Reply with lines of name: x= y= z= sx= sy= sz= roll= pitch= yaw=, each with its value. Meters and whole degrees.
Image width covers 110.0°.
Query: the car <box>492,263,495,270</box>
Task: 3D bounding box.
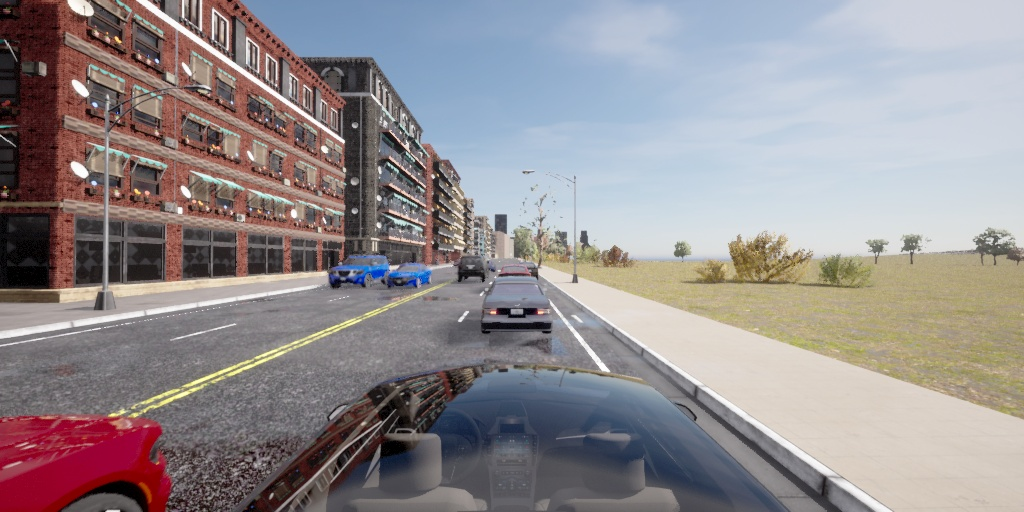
car: x=-3.050 y=1.318 z=45.527 sx=1.994 sy=1.385 sz=4.181 roll=0 pitch=0 yaw=0

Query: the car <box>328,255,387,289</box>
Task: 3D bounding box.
car: x=-9.800 y=0.975 z=23.579 sx=2.150 sy=2.045 sz=5.566 roll=0 pitch=0 yaw=0

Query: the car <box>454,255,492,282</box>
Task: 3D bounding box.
car: x=-3.087 y=0.976 z=29.473 sx=2.150 sy=2.045 sz=5.566 roll=0 pitch=0 yaw=0

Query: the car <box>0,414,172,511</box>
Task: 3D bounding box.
car: x=-3.158 y=1.227 z=0.241 sx=1.882 sy=1.535 sz=5.008 roll=0 pitch=0 yaw=0

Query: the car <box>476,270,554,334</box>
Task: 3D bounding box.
car: x=0.119 y=1.299 z=10.606 sx=2.033 sy=1.411 sz=5.357 roll=0 pitch=0 yaw=0

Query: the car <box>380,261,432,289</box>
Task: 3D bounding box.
car: x=-6.551 y=1.231 z=23.338 sx=1.882 sy=1.535 sz=5.008 roll=0 pitch=0 yaw=0

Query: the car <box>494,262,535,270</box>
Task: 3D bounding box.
car: x=0.147 y=1.231 z=21.146 sx=1.882 sy=1.535 sz=5.008 roll=0 pitch=0 yaw=0

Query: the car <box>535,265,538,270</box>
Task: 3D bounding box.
car: x=1.204 y=1.232 z=30.584 sx=1.882 sy=1.535 sz=5.008 roll=0 pitch=0 yaw=0
